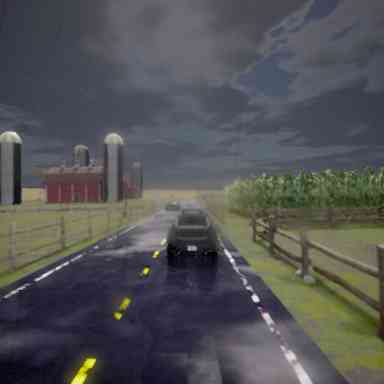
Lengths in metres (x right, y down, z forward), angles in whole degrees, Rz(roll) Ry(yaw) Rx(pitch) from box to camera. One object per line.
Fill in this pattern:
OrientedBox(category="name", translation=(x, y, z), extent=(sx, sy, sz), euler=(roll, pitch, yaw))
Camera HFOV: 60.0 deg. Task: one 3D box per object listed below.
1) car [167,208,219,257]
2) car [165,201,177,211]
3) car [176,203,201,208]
OrientedBox(category="car", translation=(0.024, 1.639, 13.513), extent=(1.837, 1.490, 4.892), euler=(0, 0, 0))
OrientedBox(category="car", translation=(-2.763, 2.045, 48.570), extent=(1.994, 1.385, 4.181), euler=(0, -1, 1))
OrientedBox(category="car", translation=(0.025, 1.773, 28.513), extent=(2.128, 1.511, 4.902), euler=(0, 0, 0))
